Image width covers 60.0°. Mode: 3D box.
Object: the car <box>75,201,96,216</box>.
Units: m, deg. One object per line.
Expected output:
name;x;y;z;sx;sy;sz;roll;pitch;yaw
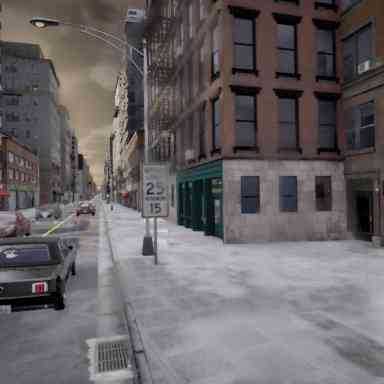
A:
car;-11.852;1.909;37.194;1.812;1.442;4.674;-1;0;-15

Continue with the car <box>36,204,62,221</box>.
car;-13.554;1.865;31.618;2.128;1.511;4.902;-1;0;-15

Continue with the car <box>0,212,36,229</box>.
car;-9.538;1.750;16.983;1.812;1.442;4.674;-1;0;-15

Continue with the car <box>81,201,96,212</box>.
car;-14.629;2.032;47.095;1.812;1.442;4.674;-1;-1;-15

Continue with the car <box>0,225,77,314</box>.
car;-3.736;1.677;7.621;1.895;1.301;4.718;-1;0;-15
